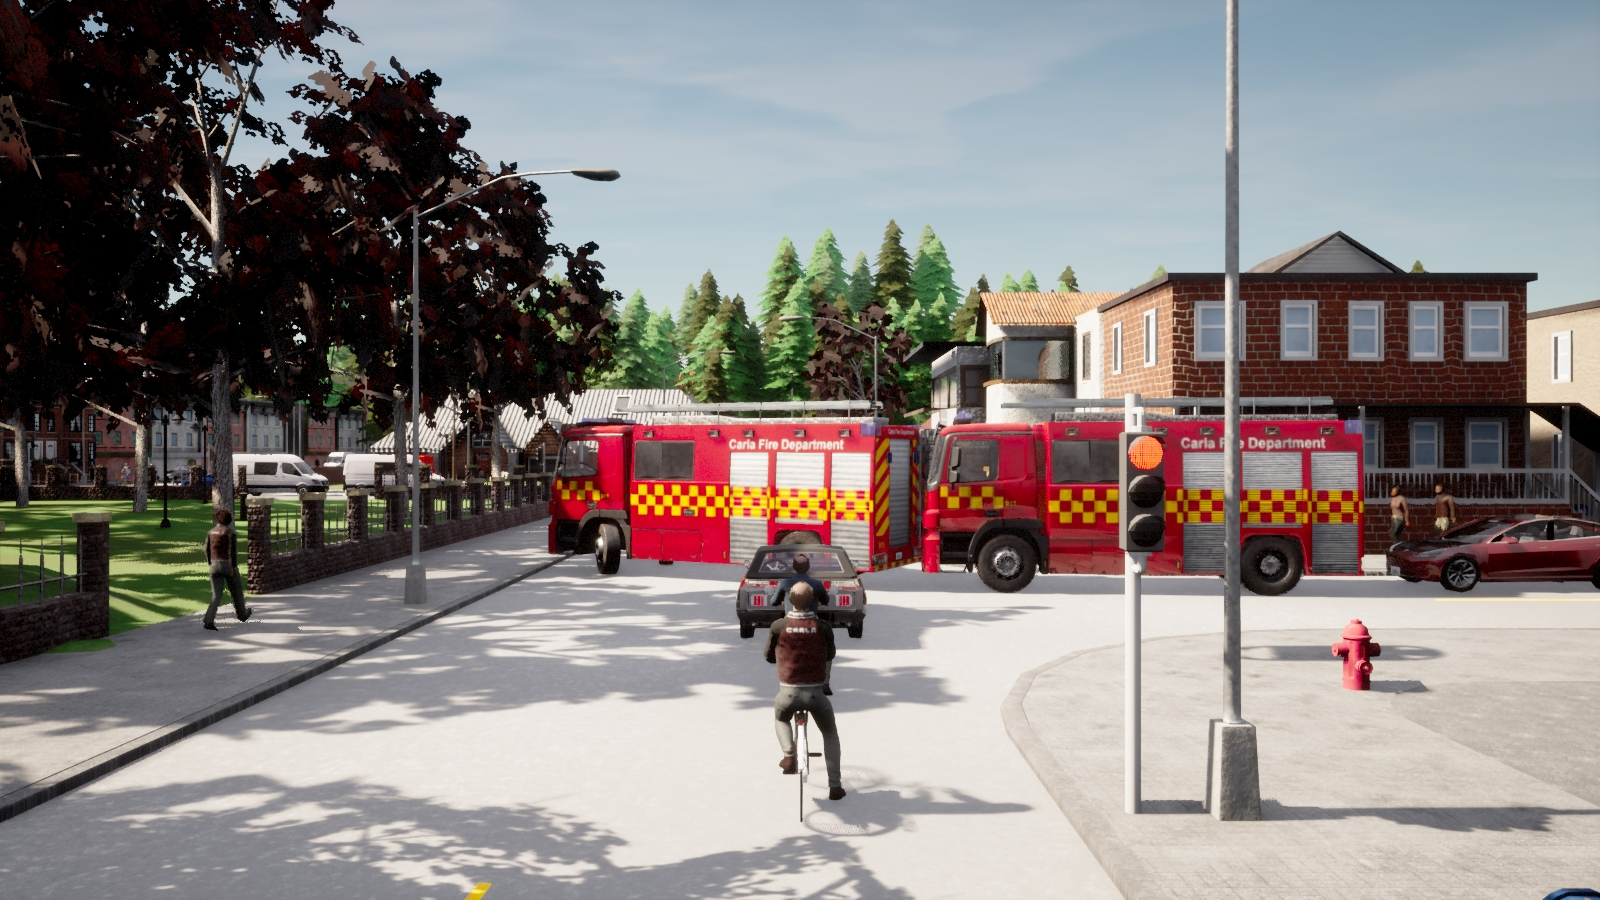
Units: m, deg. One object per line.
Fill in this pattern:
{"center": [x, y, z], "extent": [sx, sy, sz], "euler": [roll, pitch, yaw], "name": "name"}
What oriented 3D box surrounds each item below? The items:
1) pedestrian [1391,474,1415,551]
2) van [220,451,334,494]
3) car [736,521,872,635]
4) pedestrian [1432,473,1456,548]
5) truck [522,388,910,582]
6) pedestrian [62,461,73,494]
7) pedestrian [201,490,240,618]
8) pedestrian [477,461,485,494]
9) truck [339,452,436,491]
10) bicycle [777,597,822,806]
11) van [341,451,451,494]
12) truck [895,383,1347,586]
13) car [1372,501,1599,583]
{"center": [14.765, 1.516, 27.977], "extent": [0.375, 1.860, 0.375], "euler": [0, 0, -7], "name": "pedestrian"}
{"center": [-31.465, 1.314, 68.839], "extent": [5.915, 2.561, 1.988], "euler": [0, 0, 1], "name": "van"}
{"center": [0.052, 1.935, 18.331], "extent": [1.895, 1.301, 4.718], "euler": [0, 0, 0], "name": "car"}
{"center": [16.112, 1.516, 28.595], "extent": [0.375, 1.860, 0.375], "euler": [0, 0, -1], "name": "pedestrian"}
{"center": [-2.008, 0.672, 25.771], "extent": [8.468, 3.827, 2.891], "euler": [0, 0, 28], "name": "truck"}
{"center": [-40.830, 1.523, 63.713], "extent": [0.375, 1.860, 0.375], "euler": [0, 0, -1], "name": "pedestrian"}
{"center": [-8.585, 1.525, 16.927], "extent": [0.375, 1.860, 0.375], "euler": [0, 0, 8], "name": "pedestrian"}
{"center": [-17.776, 1.525, 63.671], "extent": [0.375, 1.860, 0.375], "euler": [0, 0, 0], "name": "pedestrian"}
{"center": [-26.196, 1.345, 72.767], "extent": [5.204, 2.467, 2.627], "euler": [0, 0, 0], "name": "truck"}
{"center": [-0.005, 1.940, 9.200], "extent": [0.329, 1.271, 1.835], "euler": [0, 0, 0], "name": "bicycle"}
{"center": [-24.299, 1.314, 68.785], "extent": [5.915, 2.561, 1.988], "euler": [0, 0, 1], "name": "van"}
{"center": [6.238, 0.669, 23.410], "extent": [8.468, 3.827, 2.891], "euler": [0, 0, 6], "name": "truck"}
{"center": [14.644, 1.843, 23.389], "extent": [4.792, 1.488, 2.163], "euler": [0, 0, 0], "name": "car"}
